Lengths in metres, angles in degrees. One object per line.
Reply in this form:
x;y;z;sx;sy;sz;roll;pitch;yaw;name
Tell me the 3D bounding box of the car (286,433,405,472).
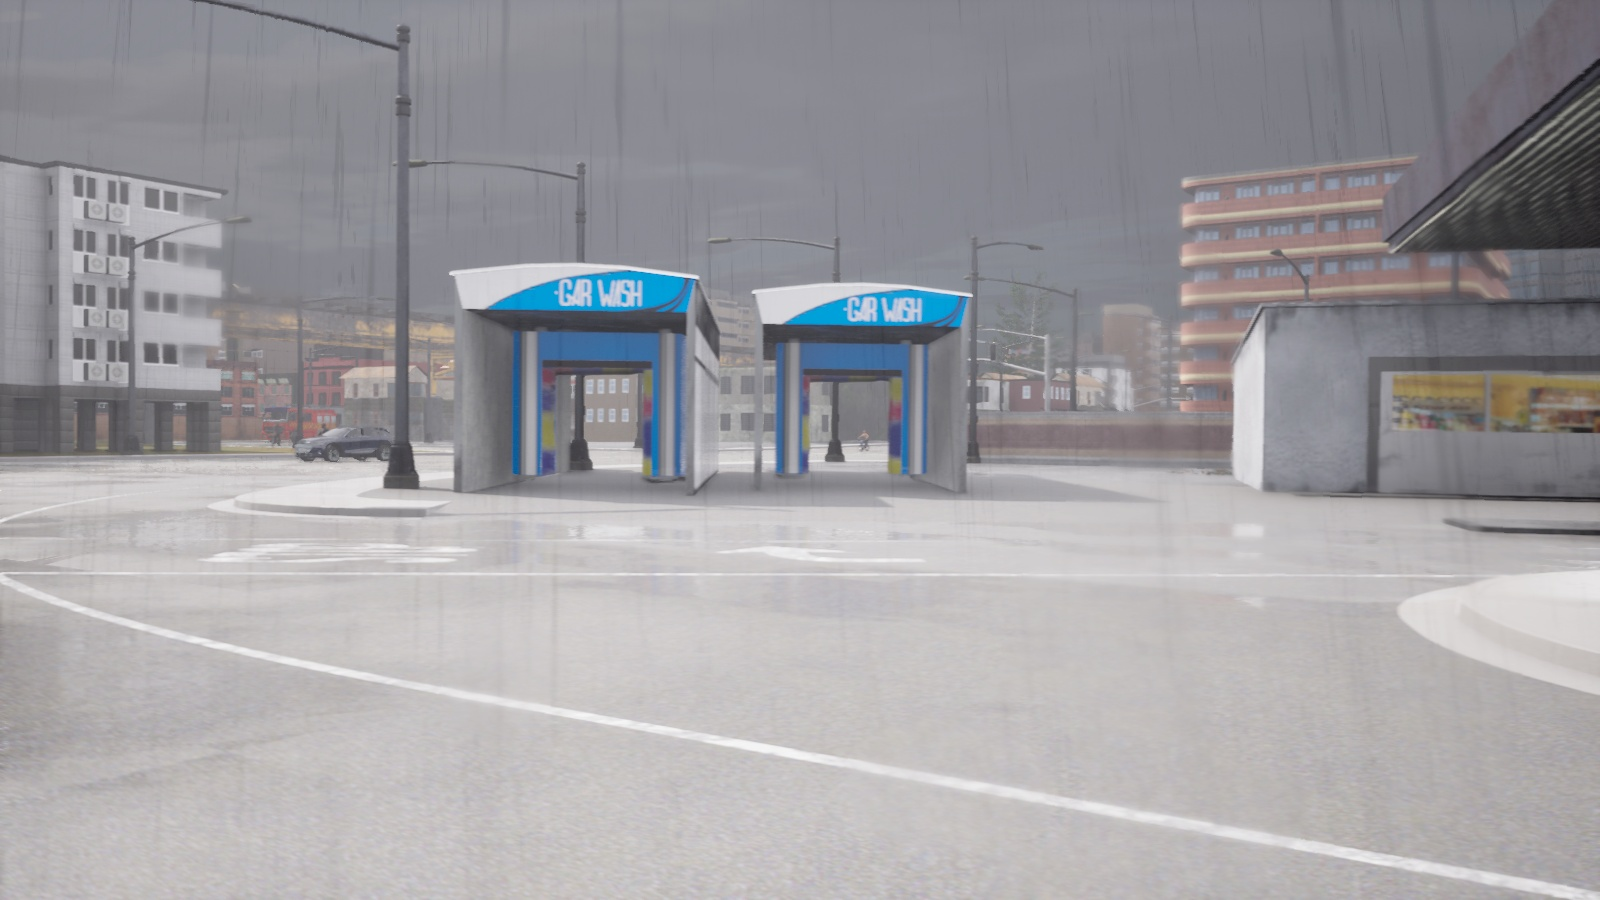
-20.463;0.075;56.750;2.033;1.649;4.856;0;1;31;car
